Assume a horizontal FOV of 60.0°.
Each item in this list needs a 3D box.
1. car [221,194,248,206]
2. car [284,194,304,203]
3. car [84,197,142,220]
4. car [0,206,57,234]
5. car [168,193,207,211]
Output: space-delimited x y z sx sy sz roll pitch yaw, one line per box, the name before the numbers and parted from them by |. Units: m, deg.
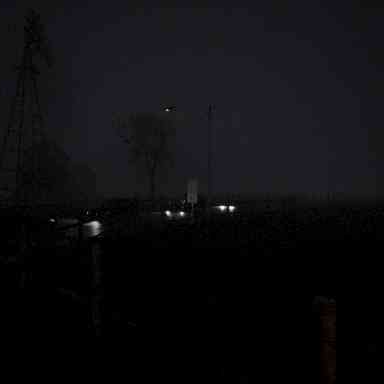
car | 5.388 1.005 41.778 1.994 1.385 4.181 1 2 35
car | 15.057 0.924 49.035 1.994 1.385 4.181 1 1 35
car | -6.023 1.206 25.676 1.837 1.490 4.892 1 2 35
car | -9.028 1.415 16.010 4.674 1.442 1.812 0 2 -37
car | -0.383 0.925 33.629 2.097 1.767 4.553 1 2 35
